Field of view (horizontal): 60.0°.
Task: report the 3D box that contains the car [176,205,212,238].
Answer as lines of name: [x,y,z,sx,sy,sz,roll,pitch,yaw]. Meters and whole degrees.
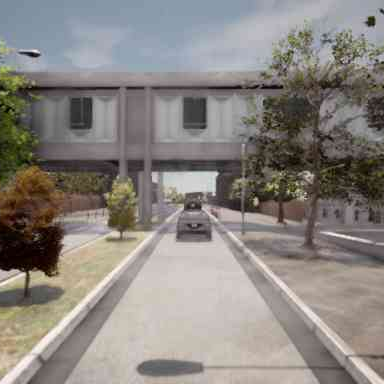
car: [0.098,1.666,18.366,2.033,1.411,5.357,0,-1,0]

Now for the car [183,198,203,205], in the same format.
car: [0.110,1.797,41.815,2.150,2.045,5.566,0,-1,0]
